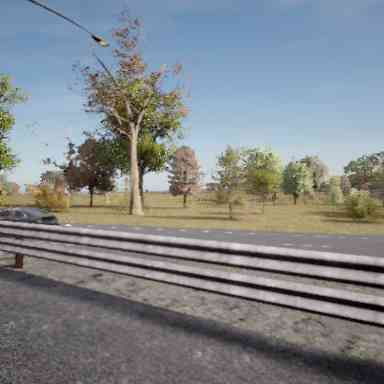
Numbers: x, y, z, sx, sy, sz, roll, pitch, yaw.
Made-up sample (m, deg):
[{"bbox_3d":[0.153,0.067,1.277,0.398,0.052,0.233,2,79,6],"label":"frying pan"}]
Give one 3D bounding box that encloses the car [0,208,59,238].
[{"bbox_3d":[-9.813,1.649,18.592,4.892,1.490,1.837,0,0,19],"label":"car"}]
